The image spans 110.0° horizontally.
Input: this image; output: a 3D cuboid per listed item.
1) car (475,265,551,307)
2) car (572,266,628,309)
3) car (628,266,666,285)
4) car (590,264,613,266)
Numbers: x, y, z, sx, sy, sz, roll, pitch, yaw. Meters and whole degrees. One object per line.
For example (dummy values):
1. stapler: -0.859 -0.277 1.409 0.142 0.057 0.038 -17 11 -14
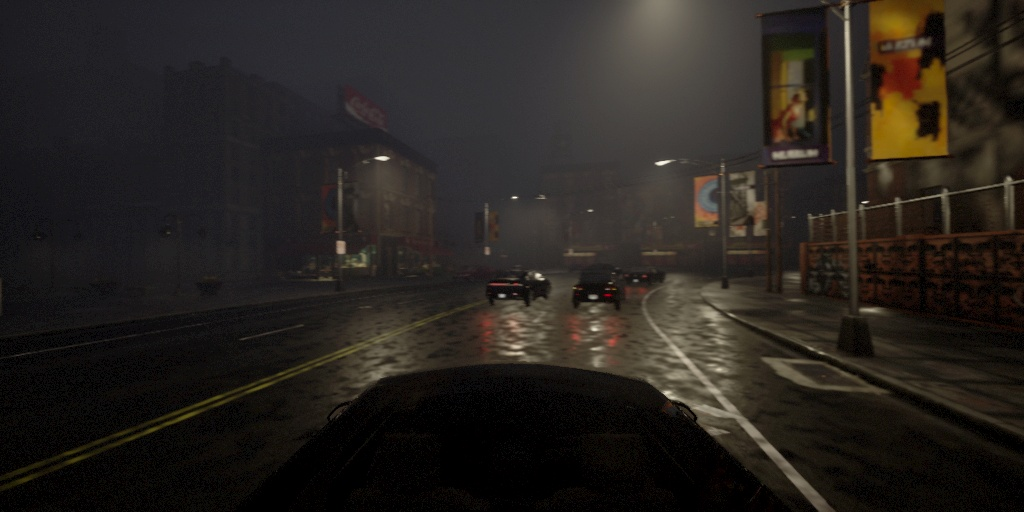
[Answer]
1. car: 0.441 1.353 16.381 2.128 1.511 4.902 -1 0 20
2. car: 3.784 1.339 15.318 1.812 1.442 4.674 -1 0 21
3. car: 9.978 1.434 26.797 1.895 1.301 4.718 -1 -1 37
4. car: 7.417 1.359 29.173 1.882 1.535 5.008 -1 0 38
